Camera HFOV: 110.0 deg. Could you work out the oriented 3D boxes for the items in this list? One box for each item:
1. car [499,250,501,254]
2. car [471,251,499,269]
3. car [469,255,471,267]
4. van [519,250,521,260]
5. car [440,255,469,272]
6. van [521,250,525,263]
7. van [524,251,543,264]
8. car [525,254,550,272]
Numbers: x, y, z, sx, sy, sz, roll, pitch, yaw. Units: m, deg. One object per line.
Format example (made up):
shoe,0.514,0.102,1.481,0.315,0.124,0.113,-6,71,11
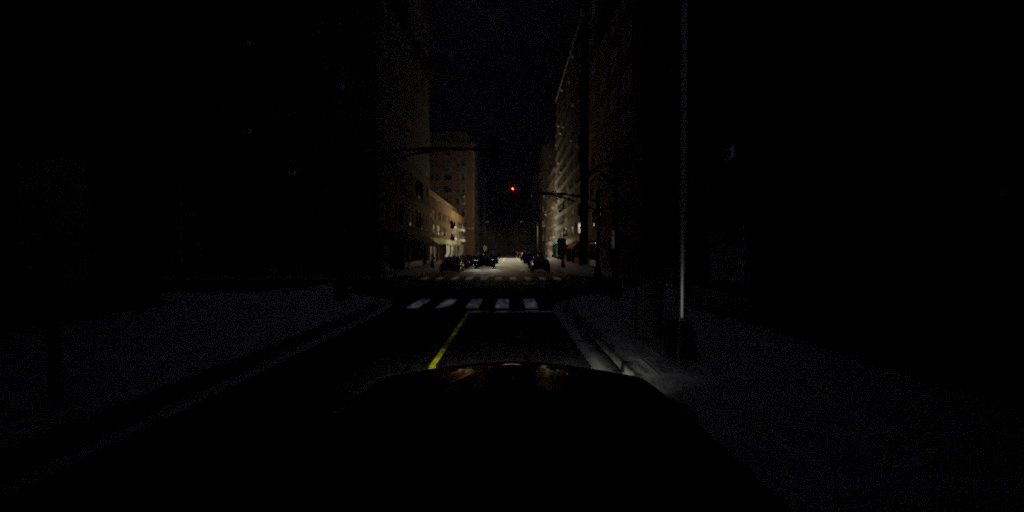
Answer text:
car,-2.905,0.346,50.979,1.882,1.535,5.008,0,1,0
car,-2.868,0.390,39.060,2.097,1.767,4.553,0,1,0
car,-5.504,0.658,38.948,1.802,1.307,4.207,0,0,0
van,2.467,0.101,56.018,1.690,1.789,3.998,0,0,0
car,-5.486,0.745,33.267,1.948,1.339,4.313,0,0,0
van,2.485,0.206,50.336,1.690,1.789,3.998,0,0,0
van,2.521,0.415,38.974,1.690,1.789,3.998,0,0,0
car,2.539,0.729,33.292,2.007,1.370,4.403,0,0,0
